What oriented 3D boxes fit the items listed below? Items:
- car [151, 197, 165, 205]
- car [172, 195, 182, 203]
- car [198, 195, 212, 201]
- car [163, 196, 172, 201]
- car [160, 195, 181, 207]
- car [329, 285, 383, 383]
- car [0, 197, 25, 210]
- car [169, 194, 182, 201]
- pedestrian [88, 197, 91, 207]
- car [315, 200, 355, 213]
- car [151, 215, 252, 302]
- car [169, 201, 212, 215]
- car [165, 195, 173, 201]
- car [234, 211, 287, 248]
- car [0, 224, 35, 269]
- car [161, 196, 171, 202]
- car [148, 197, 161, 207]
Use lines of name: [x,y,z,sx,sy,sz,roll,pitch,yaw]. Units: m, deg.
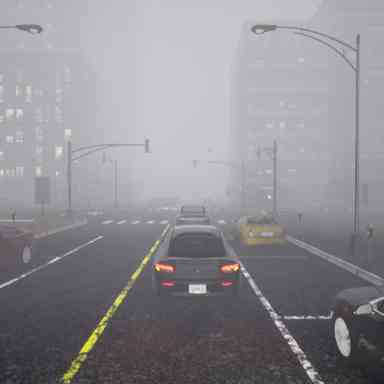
car: [-5.821,1.554,57.976,1.947,1.339,4.313,-1,0,0]
car: [-3.143,1.487,70.538,1.837,1.490,4.892,0,0,0]
car: [2.559,1.539,57.994,2.008,1.369,4.403,-1,0,0]
car: [-5.866,1.568,80.594,1.802,1.307,4.206,-1,0,0]
car: [-3.195,1.537,50.390,2.033,1.411,5.357,0,0,0]
car: [2.801,1.550,3.096,2.008,1.369,4.403,-1,0,0]
car: [-21.738,1.275,37.965,4.829,1.417,1.752,0,0,1]
car: [-3.195,1.479,60.341,2.128,1.511,4.902,0,0,0]
pedestrian: [-12.632,1.200,40.830,0.375,1.300,0.375,0,0,1]
car: [16.238,1.623,37.545,4.403,1.369,2.008,0,0,1]
car: [0.083,1.523,8.102,1.812,1.442,4.674,0,0,0]
car: [0.053,1.487,18.177,2.128,1.511,4.902,0,0,0]
car: [-5.879,1.530,86.249,1.887,1.381,4.507,-1,0,0]
car: [2.778,1.521,14.554,1.752,1.417,4.829,-1,0,0]
car: [-5.849,1.542,8.780,1.887,1.381,4.507,-1,0,0]
car: [-5.855,1.531,74.940,1.887,1.381,4.507,-1,0,0]
car: [-5.809,1.514,52.152,1.752,1.417,4.829,-1,0,0]
